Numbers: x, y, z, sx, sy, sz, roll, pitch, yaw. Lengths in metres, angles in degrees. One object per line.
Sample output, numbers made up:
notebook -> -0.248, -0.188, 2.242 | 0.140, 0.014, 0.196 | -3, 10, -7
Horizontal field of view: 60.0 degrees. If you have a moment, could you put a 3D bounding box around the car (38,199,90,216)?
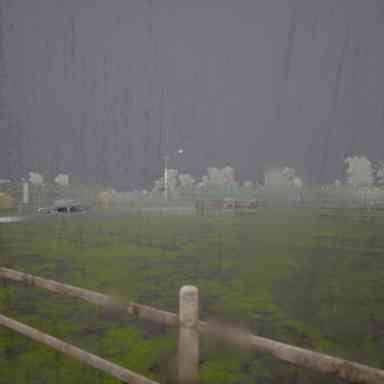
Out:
car -> -12.665, 1.487, 33.138 | 4.902, 1.511, 2.128 | 0, 0, -43

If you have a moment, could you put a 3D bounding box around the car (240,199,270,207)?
car -> 9.537, 1.644, 48.544 | 4.718, 1.301, 1.895 | 0, 0, -37

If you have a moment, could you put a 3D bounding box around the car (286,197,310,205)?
car -> 17.435, 1.581, 54.591 | 4.674, 1.442, 1.812 | 0, 0, -36

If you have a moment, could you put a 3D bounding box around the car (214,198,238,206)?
car -> 5.686, 1.569, 49.158 | 5.357, 1.411, 2.033 | 0, 0, -38
